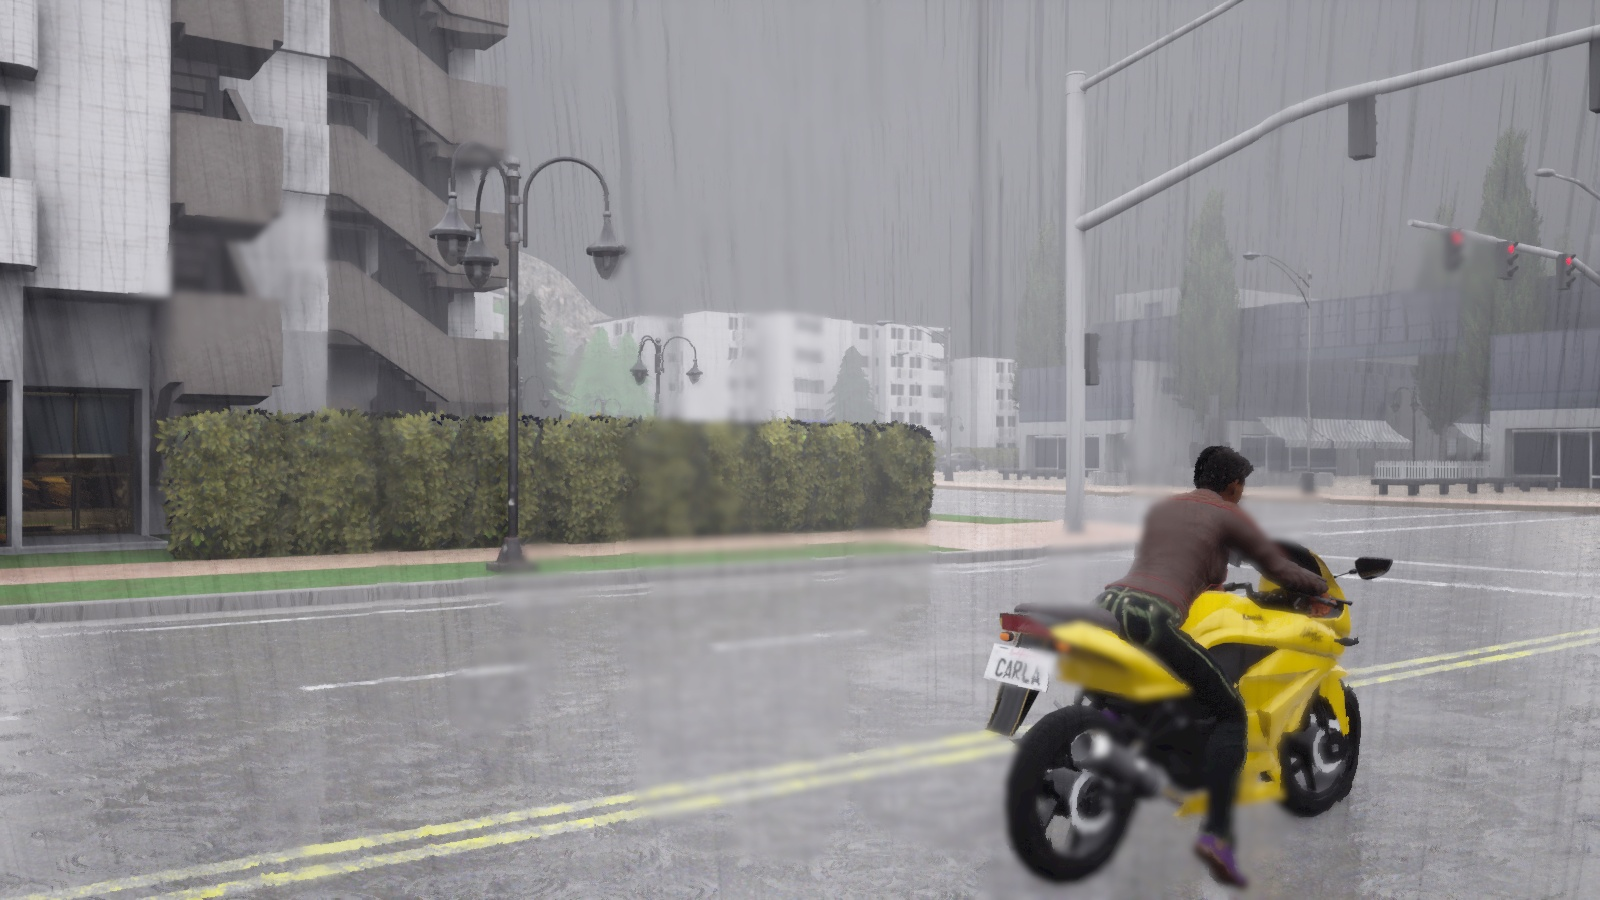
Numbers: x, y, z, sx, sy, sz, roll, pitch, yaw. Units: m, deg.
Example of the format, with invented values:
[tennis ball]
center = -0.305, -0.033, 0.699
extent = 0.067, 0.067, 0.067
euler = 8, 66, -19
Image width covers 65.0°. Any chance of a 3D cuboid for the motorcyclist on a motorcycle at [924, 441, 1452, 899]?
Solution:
[motorcyclist on a motorcycle]
center = 1.507, 0.735, 4.703
extent = 2.044, 1.523, 0.797
euler = 0, 0, -35
